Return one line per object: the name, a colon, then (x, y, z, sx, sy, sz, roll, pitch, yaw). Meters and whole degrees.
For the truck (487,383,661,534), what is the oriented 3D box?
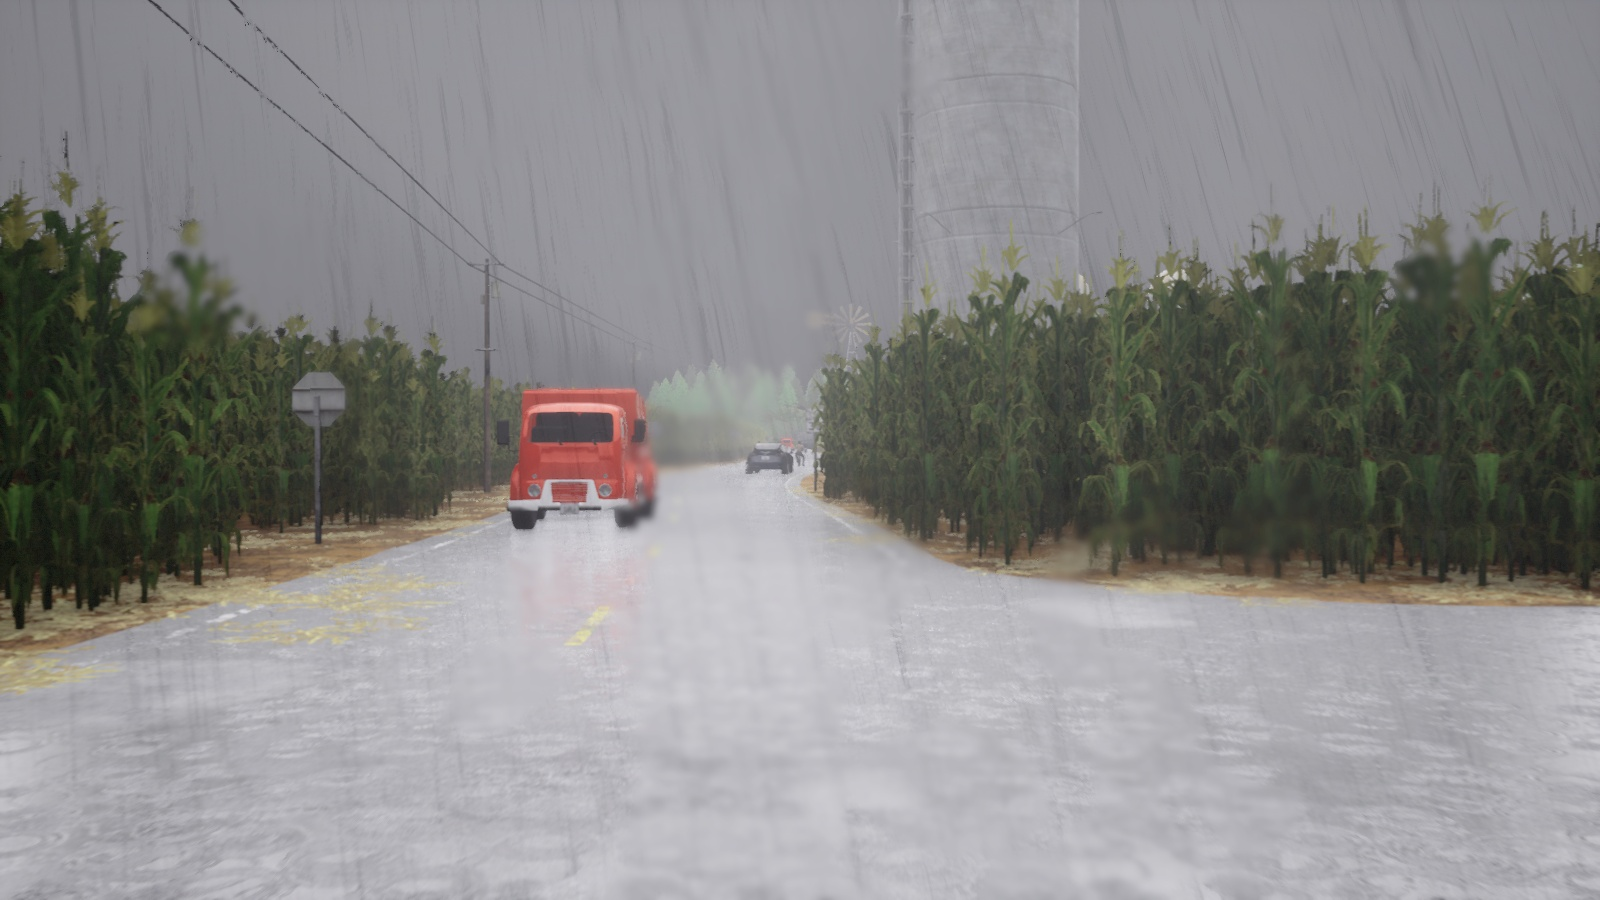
truck: (-3.990, 0.127, 23.209, 2.627, 2.467, 5.204, 0, 0, -4)

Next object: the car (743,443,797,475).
car: (-1.409, 0.404, 61.093, 2.163, 1.488, 4.792, 0, 0, 4)
